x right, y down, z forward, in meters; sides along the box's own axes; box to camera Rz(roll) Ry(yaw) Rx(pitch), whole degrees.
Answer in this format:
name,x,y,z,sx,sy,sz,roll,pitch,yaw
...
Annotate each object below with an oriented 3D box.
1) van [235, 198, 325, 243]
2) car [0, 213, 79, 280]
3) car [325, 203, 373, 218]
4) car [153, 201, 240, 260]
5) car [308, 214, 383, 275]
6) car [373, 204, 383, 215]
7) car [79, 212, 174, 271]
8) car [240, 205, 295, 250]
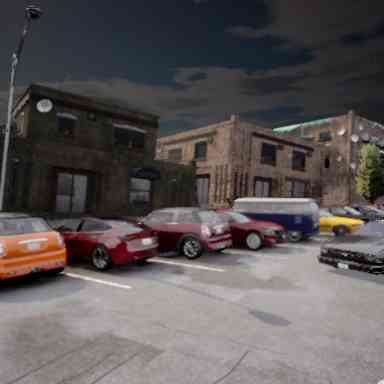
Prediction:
name,x,y,z,sx,sy,sz,roll,pitch,yaw
van,3.810,1.292,16.250,4.442,1.987,1.878,-1,-1,34
car,-5.566,1.349,9.173,4.553,1.767,2.185,-1,-1,34
car,6.433,1.522,17.815,5.366,1.575,1.946,-1,-1,34
car,-0.816,1.370,12.673,4.553,1.767,2.185,-1,-1,34
car,6.269,1.585,10.286,5.357,1.411,2.033,0,0,-33
car,8.643,1.537,19.659,5.008,1.535,2.097,-1,-1,34
car,-3.240,1.515,10.957,4.792,1.488,2.163,-1,-1,34
car,1.534,1.506,14.447,5.008,1.535,2.097,-1,-1,34
